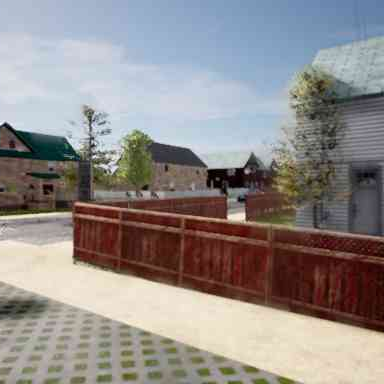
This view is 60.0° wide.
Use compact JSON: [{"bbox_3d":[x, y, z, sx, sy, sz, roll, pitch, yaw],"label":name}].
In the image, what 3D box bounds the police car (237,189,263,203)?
[{"bbox_3d":[7.034,0.468,39.445,2.038,1.542,4.974,0,1,36],"label":"police car"}]
